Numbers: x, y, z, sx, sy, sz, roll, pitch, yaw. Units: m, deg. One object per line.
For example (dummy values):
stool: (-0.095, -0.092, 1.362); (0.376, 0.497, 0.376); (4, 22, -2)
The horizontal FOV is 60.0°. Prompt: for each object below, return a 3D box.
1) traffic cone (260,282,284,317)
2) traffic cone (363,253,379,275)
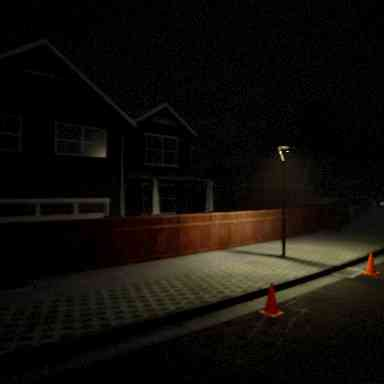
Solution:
traffic cone: (1.520, 2.006, 6.322); (0.340, 0.580, 0.340); (1, -1, -40)
traffic cone: (5.140, 2.042, 9.543); (0.340, 0.580, 0.340); (1, -1, -43)
